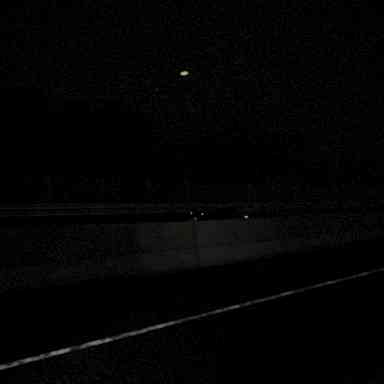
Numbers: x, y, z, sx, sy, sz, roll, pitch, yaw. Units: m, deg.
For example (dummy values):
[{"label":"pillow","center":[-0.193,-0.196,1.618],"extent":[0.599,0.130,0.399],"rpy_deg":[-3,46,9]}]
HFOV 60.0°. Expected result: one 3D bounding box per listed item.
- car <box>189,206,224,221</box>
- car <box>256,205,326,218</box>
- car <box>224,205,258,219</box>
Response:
[{"label":"car","center":[2.107,1.782,26.969],"extent":[4.718,1.301,1.895],"rpy_deg":[1,0,-35]},{"label":"car","center":[6.970,1.740,21.839],"extent":[5.357,1.411,2.033],"rpy_deg":[1,0,-35]},{"label":"car","center":[4.940,1.718,24.688],"extent":[4.674,1.442,1.812],"rpy_deg":[1,0,-35]}]
